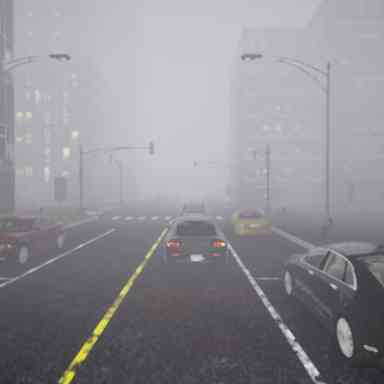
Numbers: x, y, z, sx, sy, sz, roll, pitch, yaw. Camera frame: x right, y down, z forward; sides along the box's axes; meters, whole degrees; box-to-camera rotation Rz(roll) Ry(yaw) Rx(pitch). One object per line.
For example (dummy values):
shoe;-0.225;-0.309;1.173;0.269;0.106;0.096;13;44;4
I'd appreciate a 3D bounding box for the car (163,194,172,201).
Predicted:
car;-5.697;1.234;77.482;1.887;1.381;4.507;-1;0;0

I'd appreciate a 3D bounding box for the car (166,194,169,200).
car;-5.698;1.321;60.518;1.947;1.339;4.313;-1;0;0

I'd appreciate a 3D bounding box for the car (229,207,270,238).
car;2.808;1.455;17.079;1.752;1.417;4.829;-1;0;0

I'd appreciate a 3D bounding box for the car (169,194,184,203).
car;-3.016;1.290;63.789;2.033;1.411;5.357;0;0;1

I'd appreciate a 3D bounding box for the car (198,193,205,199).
car;2.682;1.063;94.445;1.967;1.590;4.097;-1;0;0

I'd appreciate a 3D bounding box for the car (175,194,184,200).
car;-2.994;1.203;79.803;2.128;1.511;4.902;0;0;0

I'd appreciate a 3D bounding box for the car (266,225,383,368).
car;2.808;1.527;5.620;2.008;1.369;4.403;-1;0;0

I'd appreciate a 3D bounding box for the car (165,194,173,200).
car;-5.696;1.249;83.136;1.802;1.307;4.206;-1;0;0

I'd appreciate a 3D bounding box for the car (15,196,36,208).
car;-21.658;1.118;40.540;4.829;1.417;1.752;1;1;1

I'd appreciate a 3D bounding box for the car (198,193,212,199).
car;2.682;1.306;60.518;2.008;1.369;4.403;-1;0;0

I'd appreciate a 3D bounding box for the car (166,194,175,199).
car;-5.696;1.189;88.791;1.887;1.381;4.507;-1;0;0

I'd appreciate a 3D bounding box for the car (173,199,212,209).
car;0.091;1.406;20.706;2.128;1.511;4.902;0;0;0

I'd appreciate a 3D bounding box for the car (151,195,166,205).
car;-5.699;1.304;54.694;1.752;1.417;4.829;-1;0;0

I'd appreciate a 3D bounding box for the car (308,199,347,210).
car;16.317;1.469;40.041;4.403;1.369;2.008;0;1;1

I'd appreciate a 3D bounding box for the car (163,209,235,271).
car;0.100;1.481;10.633;1.812;1.442;4.674;0;0;0

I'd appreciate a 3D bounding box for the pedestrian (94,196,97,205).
pedestrian;-12.545;1.032;43.385;0.375;1.300;0.375;0;1;1

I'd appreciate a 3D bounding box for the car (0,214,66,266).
car;-5.831;1.497;11.323;1.887;1.381;4.507;-1;0;0
